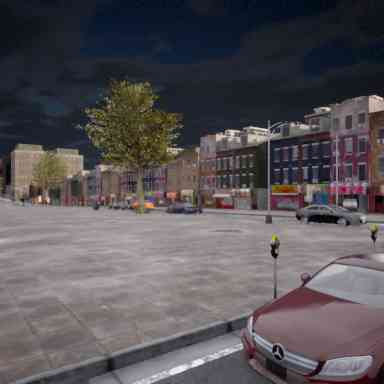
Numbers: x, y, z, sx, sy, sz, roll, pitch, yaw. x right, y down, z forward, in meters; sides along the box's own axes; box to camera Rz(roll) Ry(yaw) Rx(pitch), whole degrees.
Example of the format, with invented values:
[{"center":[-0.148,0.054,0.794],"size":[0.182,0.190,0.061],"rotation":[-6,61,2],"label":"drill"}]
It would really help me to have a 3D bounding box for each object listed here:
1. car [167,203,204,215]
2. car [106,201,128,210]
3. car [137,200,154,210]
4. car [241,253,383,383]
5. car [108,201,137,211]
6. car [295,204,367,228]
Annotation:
[{"center":[-0.901,1.931,37.977],"size":[2.033,1.411,5.357],"rotation":[0,-1,-36],"label":"car"},{"center":[-13.826,2.396,61.054],"size":[2.128,1.511,4.902],"rotation":[0,-1,-35],"label":"car"},{"center":[-7.951,2.040,52.868],"size":[2.097,1.767,4.553],"rotation":[0,-1,-36],"label":"car"},{"center":[2.572,1.582,4.638],"size":[4.206,1.307,1.802],"rotation":[0,0,-35],"label":"car"},{"center":[-10.906,2.212,52.096],"size":[1.837,1.490,4.892],"rotation":[0,-1,-36],"label":"car"},{"center":[9.609,1.626,23.313],"size":[2.128,1.511,4.902],"rotation":[0,-1,-36],"label":"car"}]
